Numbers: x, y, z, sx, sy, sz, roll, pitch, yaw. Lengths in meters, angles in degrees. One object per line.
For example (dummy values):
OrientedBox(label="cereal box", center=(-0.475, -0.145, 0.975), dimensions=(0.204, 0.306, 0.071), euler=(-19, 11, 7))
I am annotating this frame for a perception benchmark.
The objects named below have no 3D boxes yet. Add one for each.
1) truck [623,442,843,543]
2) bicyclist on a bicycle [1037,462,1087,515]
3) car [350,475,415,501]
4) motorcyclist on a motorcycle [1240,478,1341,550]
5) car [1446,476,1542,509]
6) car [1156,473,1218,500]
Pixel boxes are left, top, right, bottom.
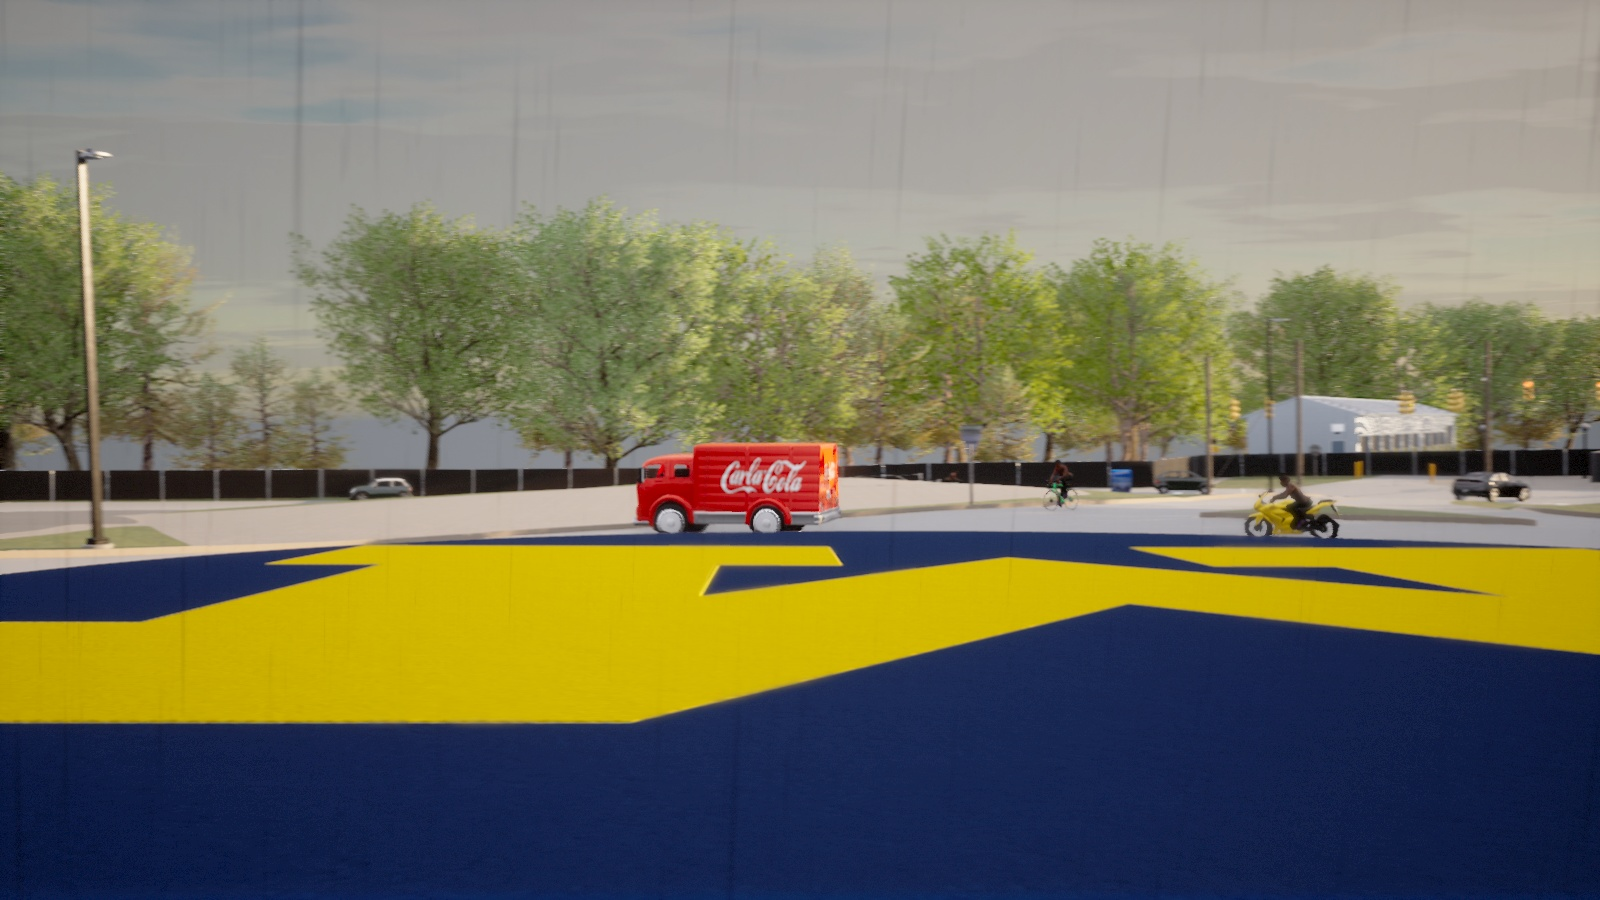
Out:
OrientedBox(label="truck", center=(-1.712, 1.056, 33.025), dimensions=(5.204, 2.467, 2.627), euler=(0, 1, 14))
OrientedBox(label="bicyclist on a bicycle", center=(8.264, 1.201, 39.630), dimensions=(1.656, 1.620, 0.582), euler=(0, 0, -37))
OrientedBox(label="car", center=(-26.169, 2.372, 78.897), dimensions=(3.806, 1.475, 1.970), euler=(0, 2, -16))
OrientedBox(label="motorcyclist on a motorcycle", center=(11.061, 1.419, 28.347), dimensions=(2.044, 1.523, 0.797), euler=(0, 0, 28))
OrientedBox(label="car", center=(34.675, 2.096, 62.683), dimensions=(4.902, 1.511, 2.128), euler=(1, 0, -33))
OrientedBox(label="car", center=(24.694, 2.302, 80.155), dimensions=(3.705, 1.549, 1.789), euler=(0, 2, 18))
